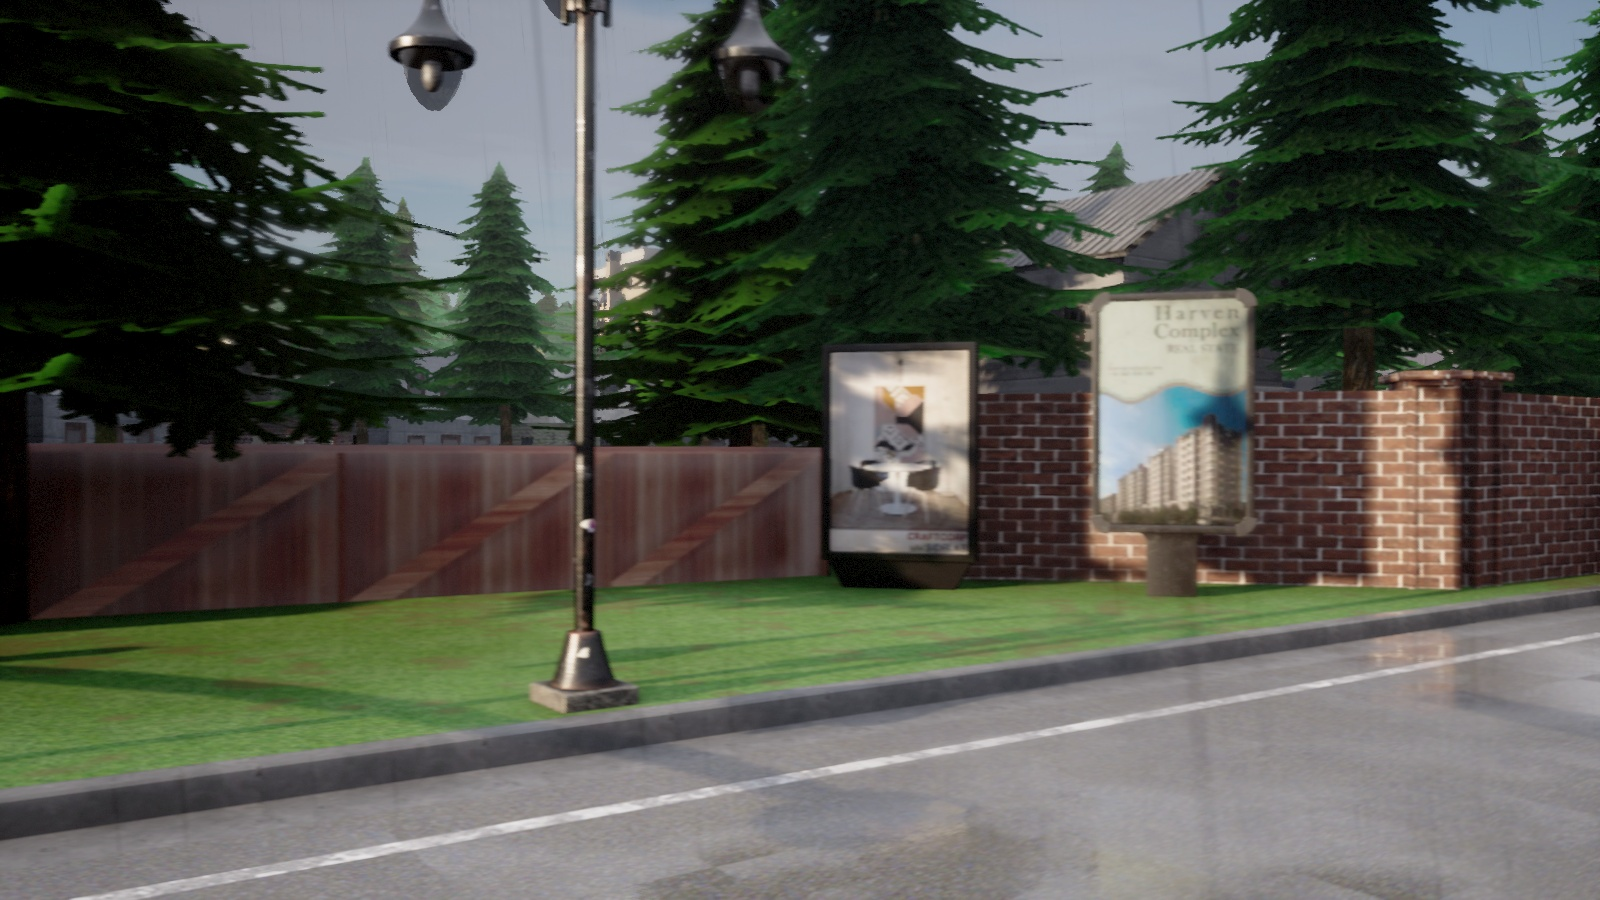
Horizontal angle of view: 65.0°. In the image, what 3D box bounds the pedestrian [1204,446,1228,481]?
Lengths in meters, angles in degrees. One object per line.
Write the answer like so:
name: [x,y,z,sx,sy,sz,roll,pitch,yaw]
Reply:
pedestrian: [21.974,0.698,66.333,0.874,1.855,0.900,0,0,-36]
